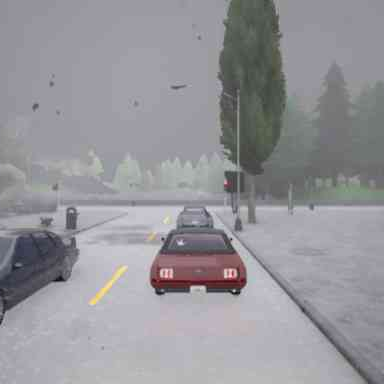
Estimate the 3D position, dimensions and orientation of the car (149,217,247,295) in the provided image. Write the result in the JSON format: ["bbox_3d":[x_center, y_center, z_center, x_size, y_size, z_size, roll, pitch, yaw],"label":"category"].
[{"bbox_3d":[0.126,1.554,8.525,1.895,1.301,4.718,0,0,0],"label":"car"}]

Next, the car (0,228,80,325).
[{"bbox_3d":[-3.979,1.509,6.857,2.033,1.411,5.357,0,0,0],"label":"car"}]

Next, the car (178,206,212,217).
[{"bbox_3d":[0.160,1.463,18.565,1.994,1.385,4.181,0,0,0],"label":"car"}]
